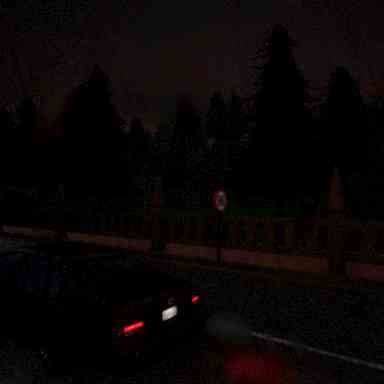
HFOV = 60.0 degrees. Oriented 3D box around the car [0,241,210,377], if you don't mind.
[{"bbox_3d":[-2.319,1.589,5.642,5.357,1.411,2.033,-1,0,36],"label":"car"}]
